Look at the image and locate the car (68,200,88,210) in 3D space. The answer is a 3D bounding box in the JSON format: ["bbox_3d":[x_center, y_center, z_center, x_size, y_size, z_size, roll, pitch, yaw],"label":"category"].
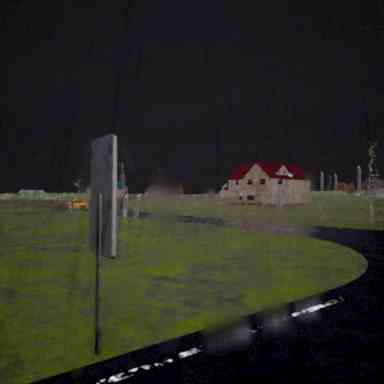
[{"bbox_3d":[-17.457,1.924,50.907,1.882,1.535,5.008,1,-1,-36],"label":"car"}]
